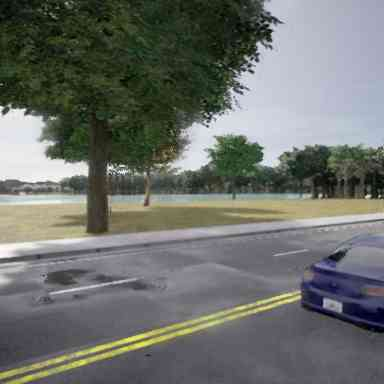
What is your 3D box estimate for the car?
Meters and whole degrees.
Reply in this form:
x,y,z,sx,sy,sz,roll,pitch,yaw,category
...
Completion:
x,y,z,sx,sy,sz,roll,pitch,yaw,category
3.955,1.504,6.261,4.674,1.442,1.812,0,0,-35,car
